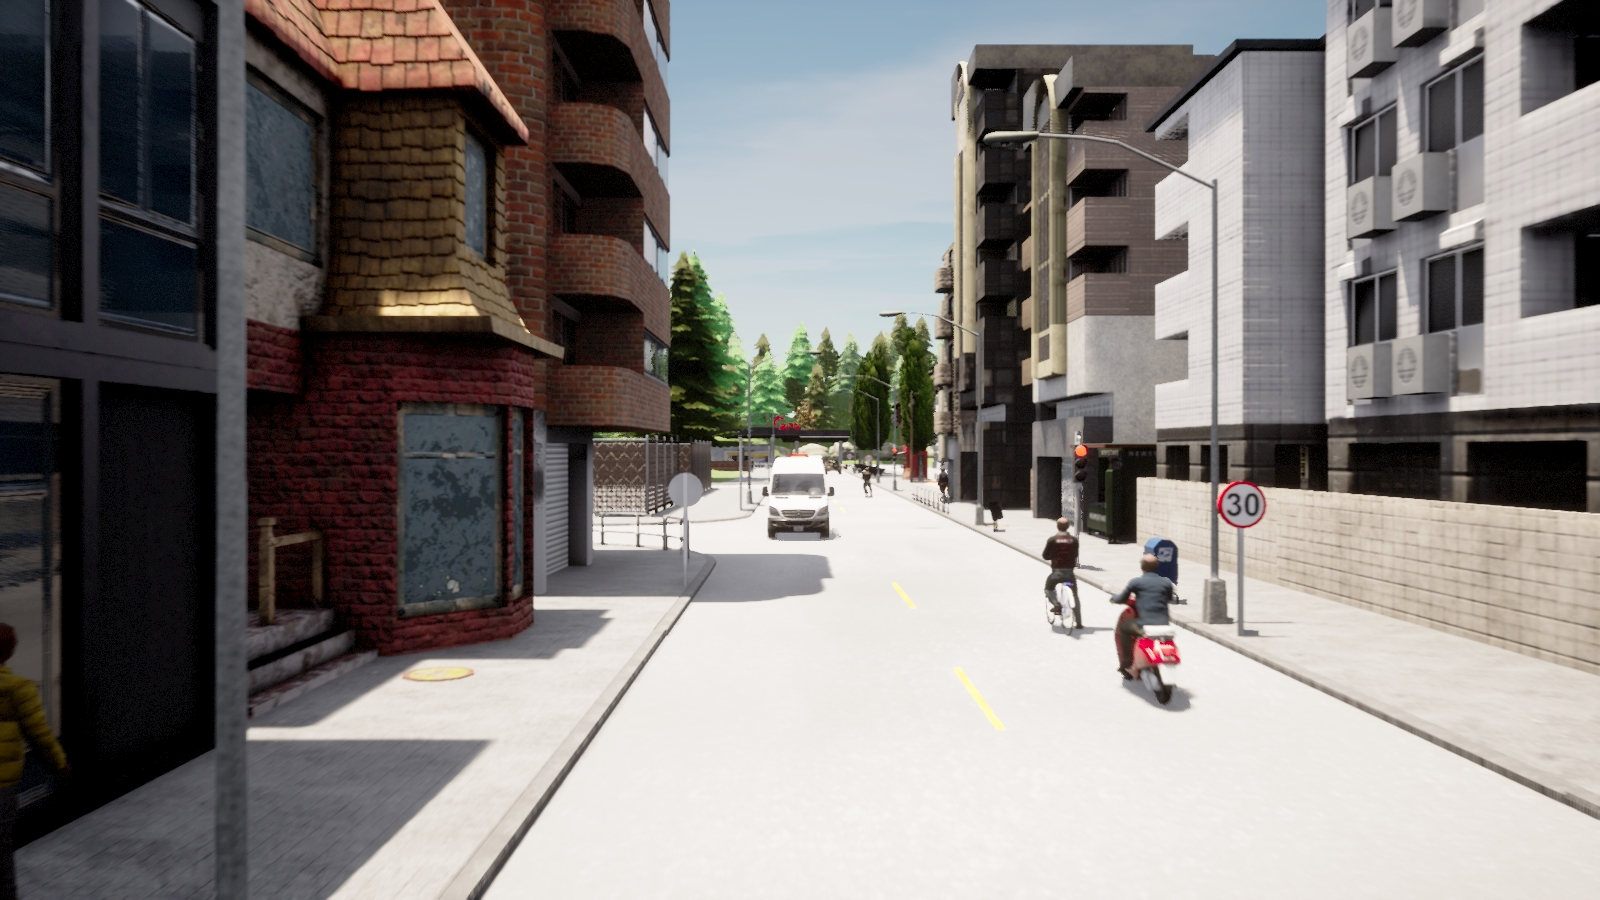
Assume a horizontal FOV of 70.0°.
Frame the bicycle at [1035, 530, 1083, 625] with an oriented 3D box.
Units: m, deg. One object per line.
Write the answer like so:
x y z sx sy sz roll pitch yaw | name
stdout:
3.999 1.940 17.737 0.329 1.271 1.835 0 0 0 | bicycle

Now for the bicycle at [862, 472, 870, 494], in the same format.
3.908 1.940 67.452 0.329 1.271 1.835 0 0 0 | bicycle

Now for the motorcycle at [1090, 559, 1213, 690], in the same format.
3.995 1.962 13.155 0.856 1.236 1.805 0 0 0 | motorcycle

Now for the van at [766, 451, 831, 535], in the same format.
-0.058 1.314 37.951 1.988 2.561 5.915 0 0 0 | van

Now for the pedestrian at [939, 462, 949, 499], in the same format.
7.287 1.523 57.923 0.375 1.860 0.375 0 0 -14 | pedestrian
